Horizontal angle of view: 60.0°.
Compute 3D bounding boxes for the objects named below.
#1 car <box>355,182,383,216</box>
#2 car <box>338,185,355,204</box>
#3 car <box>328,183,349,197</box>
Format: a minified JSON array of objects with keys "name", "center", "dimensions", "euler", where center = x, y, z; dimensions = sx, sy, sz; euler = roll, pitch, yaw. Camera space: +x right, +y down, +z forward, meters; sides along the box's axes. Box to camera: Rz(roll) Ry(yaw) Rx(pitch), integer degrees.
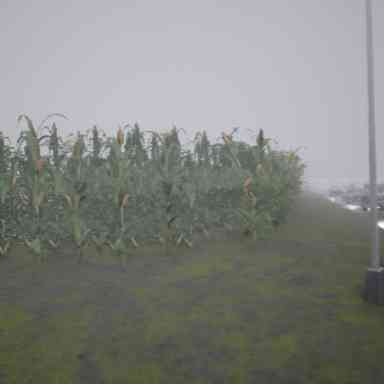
[{"name":"car","center":[12.436,0.356,21.520],"dimensions":[2.150,2.045,5.566],"euler":[-2,1,17]},{"name":"car","center":[15.327,0.365,31.139],"dimensions":[1.994,1.385,4.181],"euler":[-2,1,17]},{"name":"car","center":[19.628,-0.212,45.217],"dimensions":[1.882,1.535,5.008],"euler":[-2,1,17]}]
